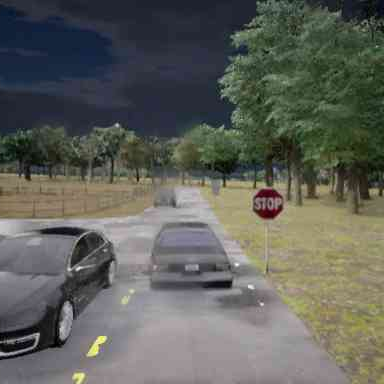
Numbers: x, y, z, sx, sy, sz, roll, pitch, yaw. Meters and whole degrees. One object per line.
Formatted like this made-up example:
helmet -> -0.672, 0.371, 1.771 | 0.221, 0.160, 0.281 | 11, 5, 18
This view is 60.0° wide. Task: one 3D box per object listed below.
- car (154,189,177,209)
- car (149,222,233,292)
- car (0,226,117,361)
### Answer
car -> -2.753, 0.698, 35.441 | 2.150, 2.045, 5.566 | 0, 2, 0
car -> -0.158, 1.520, 9.053 | 2.033, 1.411, 5.357 | 0, 0, -4
car -> -2.749, 1.503, 6.350 | 1.837, 1.490, 4.892 | 0, 0, 0
